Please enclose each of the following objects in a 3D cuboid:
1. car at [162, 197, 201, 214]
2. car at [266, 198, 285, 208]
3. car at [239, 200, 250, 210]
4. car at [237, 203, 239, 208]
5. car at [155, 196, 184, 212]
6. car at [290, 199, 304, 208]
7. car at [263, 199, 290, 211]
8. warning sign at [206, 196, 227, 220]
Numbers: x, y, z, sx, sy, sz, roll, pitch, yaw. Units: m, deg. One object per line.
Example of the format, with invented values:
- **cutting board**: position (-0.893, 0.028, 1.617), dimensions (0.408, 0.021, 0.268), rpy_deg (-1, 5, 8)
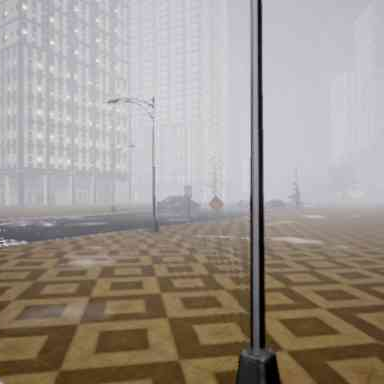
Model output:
- **car**: position (-0.911, 1.730, 39.089), dimensions (1.882, 1.535, 5.008), rpy_deg (0, -1, 34)
- **car**: position (14.210, 1.875, 56.244), dimensions (1.837, 1.490, 4.892), rpy_deg (0, -1, 31)
- **car**: position (8.961, 1.839, 47.798), dimensions (1.812, 1.442, 4.674), rpy_deg (0, -1, 34)
- **car**: position (8.822, 1.924, 53.688), dimensions (1.994, 1.385, 4.181), rpy_deg (0, -1, 32)
- **car**: position (-2.306, 1.505, 42.817), dimensions (2.150, 2.045, 5.566), rpy_deg (0, -1, 34)
- **car**: position (16.990, 1.844, 54.560), dimensions (2.128, 1.511, 4.902), rpy_deg (0, 0, 31)
- **car**: position (11.463, 1.771, 45.689), dimensions (1.882, 1.535, 5.008), rpy_deg (0, -1, 33)
- **warning sign**: position (1.923, 1.262, 26.443), dimensions (1.300, 1.860, 1.060), rpy_deg (0, 0, 34)
